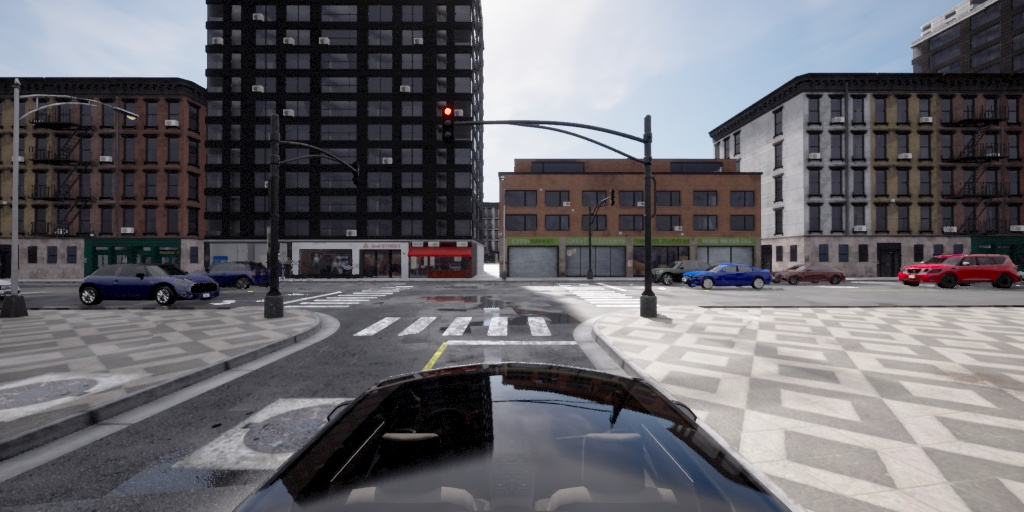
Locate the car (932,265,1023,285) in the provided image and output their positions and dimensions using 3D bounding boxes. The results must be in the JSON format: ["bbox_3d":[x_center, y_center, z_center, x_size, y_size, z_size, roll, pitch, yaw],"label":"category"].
[{"bbox_3d":[33.165,1.322,25.372,4.718,1.301,1.895,0,0,-1],"label":"car"}]

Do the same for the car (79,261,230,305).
[{"bbox_3d":[-15.217,1.088,15.257,4.553,1.767,2.097,0,0,1],"label":"car"}]

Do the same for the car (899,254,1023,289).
[{"bbox_3d":[27.424,0.930,22.113,5.566,2.045,2.150,0,0,0],"label":"car"}]

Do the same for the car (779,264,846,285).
[{"bbox_3d":[20.793,1.272,25.327,4.674,1.442,1.812,0,0,0],"label":"car"}]

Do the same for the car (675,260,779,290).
[{"bbox_3d":[13.103,1.213,22.058,5.008,1.535,1.882,0,0,-2],"label":"car"}]

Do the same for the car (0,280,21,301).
[{"bbox_3d":[-24.098,1.279,15.251,4.674,1.442,1.812,0,0,0],"label":"car"}]

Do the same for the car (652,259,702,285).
[{"bbox_3d":[11.965,1.117,25.316,4.553,1.767,2.097,0,0,0],"label":"car"}]

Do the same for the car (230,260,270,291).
[{"bbox_3d":[-17.391,1.146,21.973,4.553,1.767,2.097,0,0,0],"label":"car"}]
